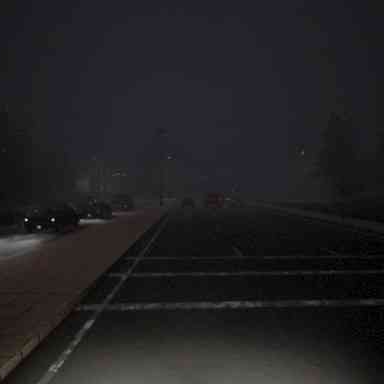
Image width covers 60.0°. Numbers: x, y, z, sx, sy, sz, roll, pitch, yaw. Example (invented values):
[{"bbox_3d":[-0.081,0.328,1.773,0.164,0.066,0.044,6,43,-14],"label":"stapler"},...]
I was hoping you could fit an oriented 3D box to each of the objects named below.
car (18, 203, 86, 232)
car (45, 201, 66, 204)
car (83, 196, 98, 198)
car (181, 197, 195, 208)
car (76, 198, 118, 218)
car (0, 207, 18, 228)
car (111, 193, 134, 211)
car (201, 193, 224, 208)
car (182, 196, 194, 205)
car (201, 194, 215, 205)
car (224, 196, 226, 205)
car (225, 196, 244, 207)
[{"bbox_3d":[-8.261,1.577,20.111,1.895,1.301,4.718,0,0,-1],"label":"car"},{"bbox_3d":[-11.885,1.491,28.882,1.812,1.442,4.674,0,0,-1],"label":"car"},{"bbox_3d":[-11.989,1.306,38.580,2.097,1.767,4.553,0,0,0],"label":"car"},{"bbox_3d":[-0.586,1.421,48.044,1.882,1.535,5.008,0,0,-1],"label":"car"},{"bbox_3d":[-8.400,1.512,29.756,2.033,1.411,5.357,0,0,-1],"label":"car"},{"bbox_3d":[-11.760,1.577,19.981,1.895,1.301,4.718,0,0,-1],"label":"car"},{"bbox_3d":[-8.508,1.174,40.461,2.150,2.045,5.566,0,0,0],"label":"car"},{"bbox_3d":[2.915,1.165,48.008,2.150,2.045,5.566,0,0,-1],"label":"car"},{"bbox_3d":[-0.746,1.495,58.482,1.994,1.385,4.181,0,0,-1],"label":"car"},{"bbox_3d":[2.754,1.283,58.531,2.097,1.767,4.553,0,0,-1],"label":"car"},{"bbox_3d":[6.253,1.422,58.600,2.128,1.511,4.902,0,0,-1],"label":"car"},{"bbox_3d":[6.407,1.468,48.524,1.812,1.442,4.674,0,0,-1],"label":"car"}]
